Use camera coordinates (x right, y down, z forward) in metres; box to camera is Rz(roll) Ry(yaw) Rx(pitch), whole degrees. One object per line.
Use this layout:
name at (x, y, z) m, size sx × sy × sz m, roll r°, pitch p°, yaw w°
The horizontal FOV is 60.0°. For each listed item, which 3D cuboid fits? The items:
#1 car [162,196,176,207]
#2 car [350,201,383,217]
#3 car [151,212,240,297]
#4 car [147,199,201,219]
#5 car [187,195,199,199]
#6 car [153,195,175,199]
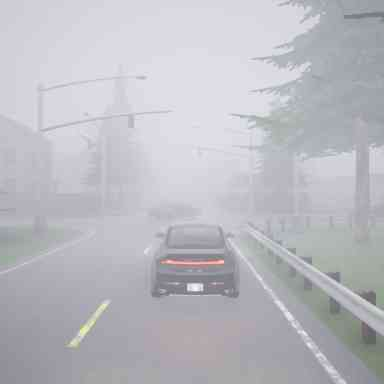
car at (-3.502, 1.478, 52.168) m, size 1.882 × 1.535 × 5.008 m, roll 0°, pitch 0°, yaw 0°
car at (15.326, 1.490, 26.742) m, size 4.892 × 1.490 × 1.837 m, roll 0°, pitch 0°, yaw 0°
car at (0.078, 1.505, 8.533) m, size 1.837 × 1.490 × 4.892 m, roll 0°, pitch 0°, yaw 0°
car at (-1.353, 1.542, 27.614) m, size 2.033 × 1.411 × 5.357 m, roll 0°, pitch 0°, yaw 35°
car at (0.193, 1.352, 57.750) m, size 2.097 × 1.767 × 4.553 m, roll 0°, pitch 0°, yaw 0°
car at (-3.525, 1.505, 41.726) m, size 1.837 × 1.490 × 4.892 m, roll 0°, pitch 0°, yaw 0°
